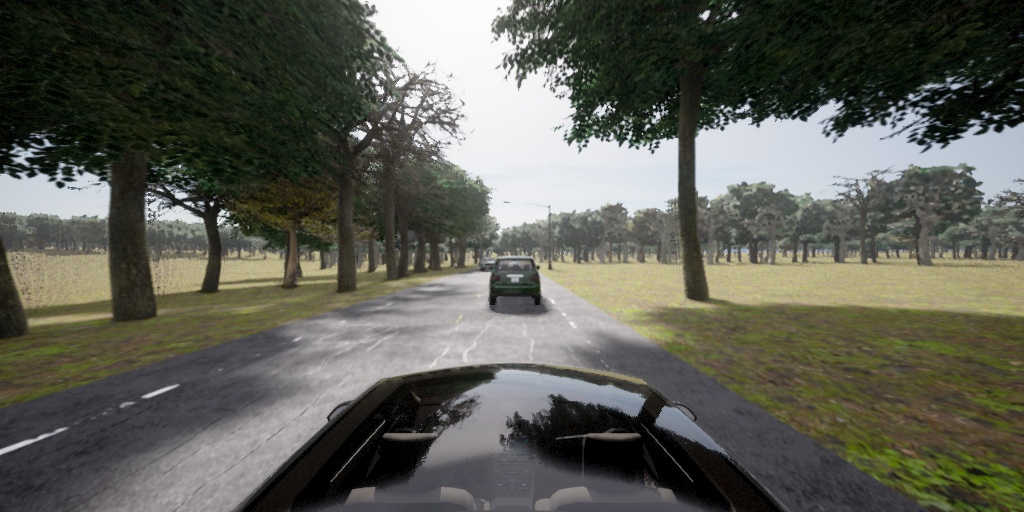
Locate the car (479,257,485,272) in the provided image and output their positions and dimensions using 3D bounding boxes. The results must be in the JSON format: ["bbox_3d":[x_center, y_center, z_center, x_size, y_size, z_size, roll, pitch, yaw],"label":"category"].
[{"bbox_3d":[-3.257,1.142,49.816,2.150,2.045,5.566,0,0,0],"label":"car"}]

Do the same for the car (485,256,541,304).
[{"bbox_3d":[0.147,1.014,16.592,2.150,2.045,5.566,0,0,1],"label":"car"}]
